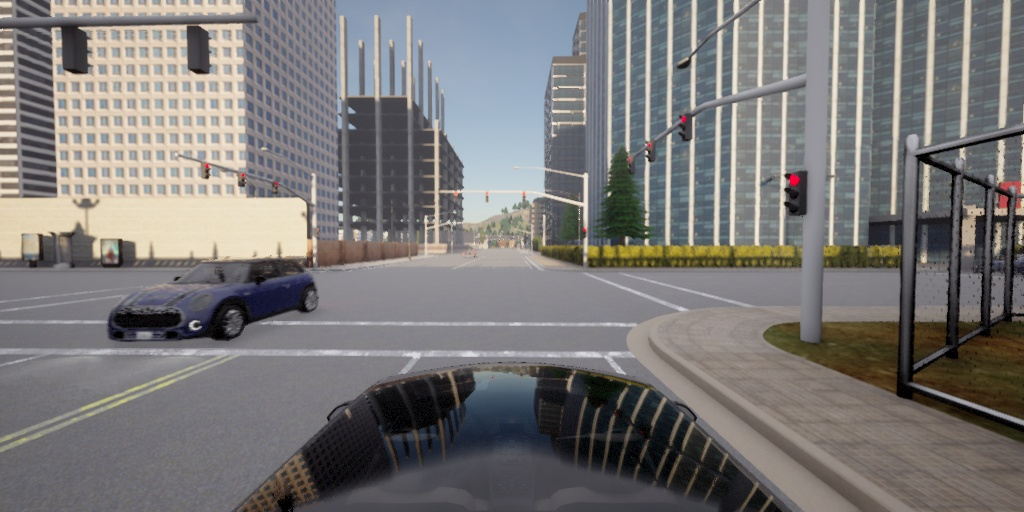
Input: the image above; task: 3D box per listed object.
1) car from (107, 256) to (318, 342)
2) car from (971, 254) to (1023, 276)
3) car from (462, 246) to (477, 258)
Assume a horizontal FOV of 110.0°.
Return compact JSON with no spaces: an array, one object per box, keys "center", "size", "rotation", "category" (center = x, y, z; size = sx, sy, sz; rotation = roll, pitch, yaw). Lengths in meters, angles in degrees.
[{"center":[-6.993,0.847,9.045],"size":[2.097,1.767,4.553],"rotation":[0,2,0],"category":"car"},{"center":[33.976,0.584,24.059],"size":[4.674,1.442,1.812],"rotation":[0,2,0],"category":"car"},{"center":[-6.954,-0.671,58.584],"size":[2.097,1.767,4.553],"rotation":[0,2,0],"category":"car"}]
